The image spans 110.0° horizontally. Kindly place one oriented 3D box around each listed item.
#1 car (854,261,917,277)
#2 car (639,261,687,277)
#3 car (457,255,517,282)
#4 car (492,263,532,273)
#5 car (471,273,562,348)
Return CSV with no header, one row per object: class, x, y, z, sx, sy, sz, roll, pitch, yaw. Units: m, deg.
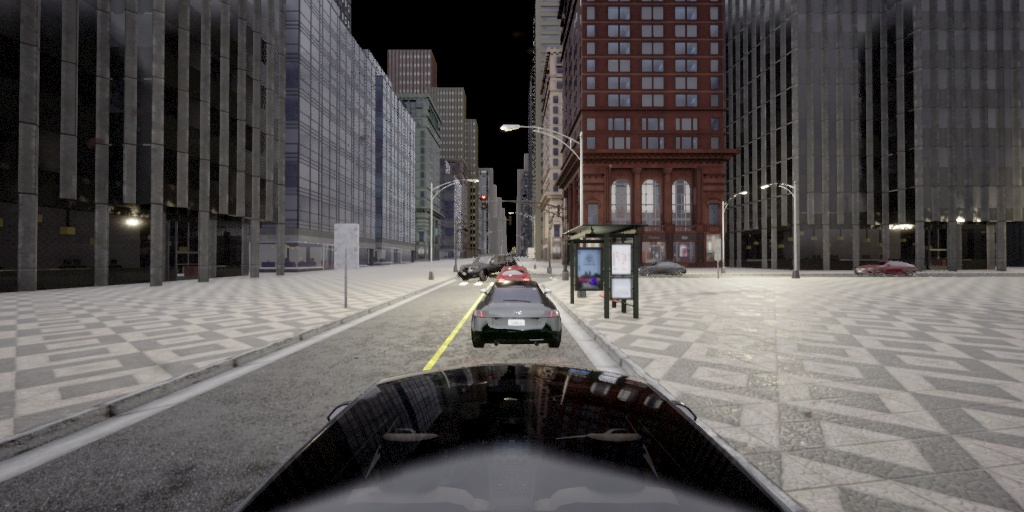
car,34.554,1.140,33.201,4.674,1.442,1.812,0,-1,0
car,13.681,1.214,33.220,4.674,1.442,1.812,0,-1,0
car,-1.836,0.936,28.421,2.150,2.045,5.566,-2,0,38
car,0.114,1.267,19.092,1.812,1.442,4.674,0,0,1
car,0.097,1.313,9.257,1.994,1.385,4.181,0,0,0
